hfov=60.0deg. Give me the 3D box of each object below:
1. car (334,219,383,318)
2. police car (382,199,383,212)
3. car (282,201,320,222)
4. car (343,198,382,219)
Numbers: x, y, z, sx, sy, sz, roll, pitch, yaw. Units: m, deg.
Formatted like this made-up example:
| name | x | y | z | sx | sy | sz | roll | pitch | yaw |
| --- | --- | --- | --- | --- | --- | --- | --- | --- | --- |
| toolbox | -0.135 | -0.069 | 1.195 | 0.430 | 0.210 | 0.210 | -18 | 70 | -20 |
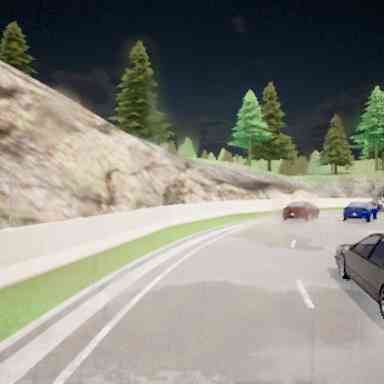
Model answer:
| name | x | y | z | sx | sy | sz | roll | pitch | yaw |
| --- | --- | --- | --- | --- | --- | --- | --- | --- | --- |
| car | 4.451 | 1.562 | 6.830 | 2.033 | 1.411 | 5.357 | 0 | 0 | 11 |
| police car | 22.274 | 1.564 | 39.442 | 4.974 | 1.542 | 2.038 | 0 | 0 | -34 |
| car | 8.739 | 1.470 | 26.372 | 1.882 | 1.535 | 5.008 | 0 | 0 | 34 |
| car | 13.562 | 1.506 | 26.630 | 1.882 | 1.535 | 5.008 | 0 | 0 | 38 |
